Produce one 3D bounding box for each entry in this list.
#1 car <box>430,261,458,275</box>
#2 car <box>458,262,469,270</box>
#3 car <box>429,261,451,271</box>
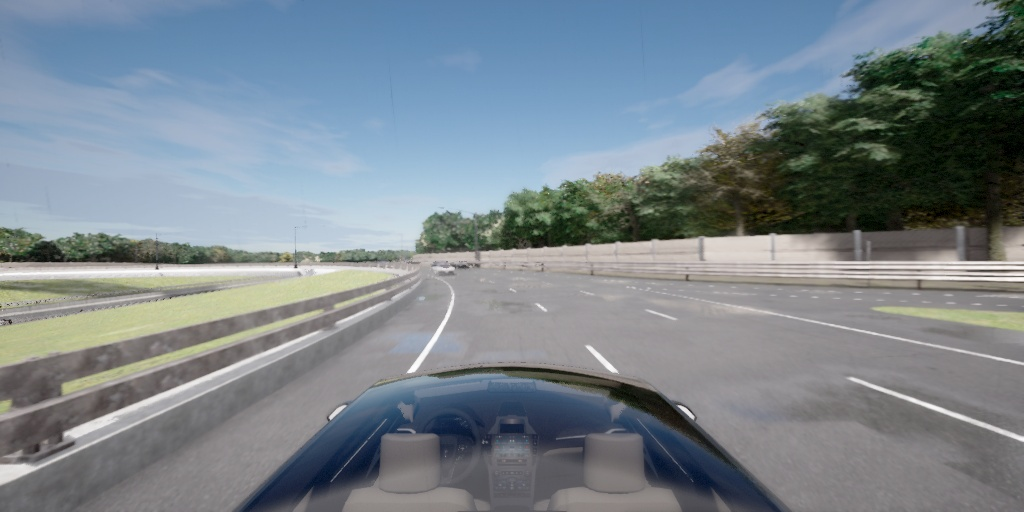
[{"bbox_3d":[-8.227,1.562,42.625,1.895,1.301,4.718,-1,0,-22],"label":"car"},{"bbox_3d":[-8.861,1.599,59.138,1.895,1.301,4.718,-1,0,-32],"label":"car"},{"bbox_3d":[-11.421,1.518,56.455,1.882,1.535,5.008,-1,0,-31],"label":"car"}]
